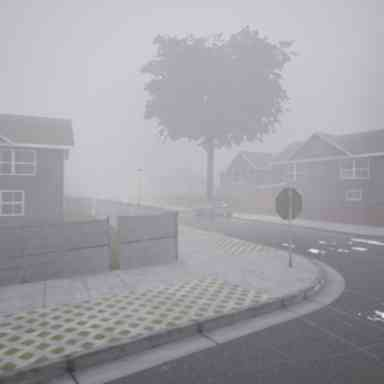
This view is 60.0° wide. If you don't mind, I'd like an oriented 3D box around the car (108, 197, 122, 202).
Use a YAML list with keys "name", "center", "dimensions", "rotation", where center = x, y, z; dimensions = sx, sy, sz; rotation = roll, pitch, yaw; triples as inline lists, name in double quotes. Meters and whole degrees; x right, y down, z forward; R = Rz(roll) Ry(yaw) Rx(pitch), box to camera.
- name: "car"
  center: [-12.222, 1.505, 52.521]
  dimensions: [1.812, 1.442, 4.674]
  rotation: [0, 0, -23]

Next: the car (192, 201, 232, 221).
- name: "car"
  center: [1.556, 1.509, 27.243]
  dimensions: [2.128, 1.511, 4.902]
  rotation: [1, 0, -21]
